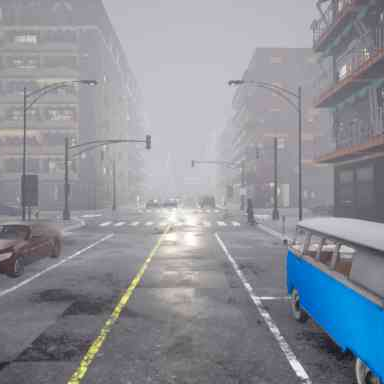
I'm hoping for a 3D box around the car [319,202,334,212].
[{"bbox_3d":[13.581,1.452,28.094,4.403,1.369,2.008,0,-1,0],"label":"car"}]

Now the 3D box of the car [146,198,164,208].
[{"bbox_3d":[-5.581,1.604,48.217,1.947,1.339,4.313,1,0,0],"label":"car"}]

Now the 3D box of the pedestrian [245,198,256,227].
[{"bbox_3d":[3.713,1.309,21.226,0.375,1.860,0.375,1,-1,0],"label":"pedestrian"}]

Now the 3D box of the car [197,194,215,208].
[{"bbox_3d":[2.303,1.353,48.310,2.192,1.841,5.009,1,0,0],"label":"car"}]

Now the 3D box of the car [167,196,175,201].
[{"bbox_3d":[-5.844,1.718,92.541,1.752,1.417,4.829,1,0,0],"label":"car"}]

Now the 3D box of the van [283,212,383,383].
[{"bbox_3d":[2.527,1.343,4.598,1.690,1.788,3.998,1,0,0],"label":"van"}]

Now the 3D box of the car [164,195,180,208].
[{"bbox_3d":[-3.126,1.602,48.464,1.994,1.385,4.181,0,0,-1],"label":"car"}]

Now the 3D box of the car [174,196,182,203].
[{"bbox_3d":[-3.194,1.626,75.936,1.812,1.442,4.674,0,0,0],"label":"car"}]

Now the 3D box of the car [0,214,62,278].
[{"bbox_3d":[-5.358,1.588,10.138,1.802,1.307,4.206,1,0,0],"label":"car"}]

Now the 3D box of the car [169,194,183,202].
[{"bbox_3d":[-3.172,1.581,60.939,1.812,1.442,4.674,0,0,0],"label":"car"}]

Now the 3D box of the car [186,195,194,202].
[{"bbox_3d":[-0.457,1.658,78.294,1.994,1.385,4.181,0,0,0],"label":"car"}]

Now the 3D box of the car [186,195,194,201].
[{"bbox_3d":[-0.516,1.538,88.303,2.033,1.411,5.357,0,0,0],"label":"car"}]

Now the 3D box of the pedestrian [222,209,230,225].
[{"bbox_3d":[2.324,1.687,22.524,0.500,1.100,0.500,1,-1,0],"label":"pedestrian"}]

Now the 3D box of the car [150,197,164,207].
[{"bbox_3d":[-5.614,1.610,53.778,1.947,1.339,4.313,1,0,0],"label":"car"}]

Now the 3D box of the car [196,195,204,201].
[{"bbox_3d":[2.068,1.601,87.231,1.967,1.590,4.097,1,0,0],"label":"car"}]

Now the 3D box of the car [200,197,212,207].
[{"bbox_3d":[2.265,1.570,54.039,1.752,1.417,4.829,1,0,0],"label":"car"}]

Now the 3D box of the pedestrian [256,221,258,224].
[{"bbox_3d":[3.919,1.310,21.941,0.375,1.860,0.375,1,-1,0],"label":"pedestrian"}]

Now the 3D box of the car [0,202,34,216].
[{"bbox_3d":[-17.459,1.590,30.476,5.357,1.411,2.033,0,-1,3],"label":"car"}]

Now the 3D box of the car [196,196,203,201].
[{"bbox_3d":[2.033,1.776,92.791,1.802,1.307,4.206,1,0,0],"label":"car"}]

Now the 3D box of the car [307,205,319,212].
[{"bbox_3d":[14.160,1.617,33.510,4.718,1.301,1.895,0,-1,-3],"label":"car"}]

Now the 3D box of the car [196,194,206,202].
[{"bbox_3d":[2.103,1.444,81.668,2.192,1.841,5.009,1,0,0],"label":"car"}]
